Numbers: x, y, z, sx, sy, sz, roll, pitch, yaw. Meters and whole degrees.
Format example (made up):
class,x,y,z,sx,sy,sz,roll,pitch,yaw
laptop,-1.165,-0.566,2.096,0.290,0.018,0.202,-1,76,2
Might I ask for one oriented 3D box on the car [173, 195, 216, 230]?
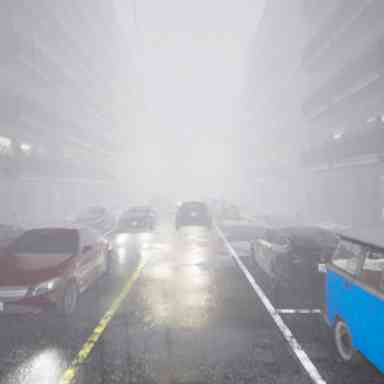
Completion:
class,x,y,z,sx,sy,sz,roll,pitch,yaw
car,0.099,1.275,20.404,2.097,1.767,4.553,0,0,0

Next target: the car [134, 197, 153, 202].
class,x,y,z,sx,sy,sz,roll,pitch,yaw
car,-5.702,1.395,36.181,1.752,1.417,4.829,0,0,0

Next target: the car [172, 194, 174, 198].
class,x,y,z,sx,sy,sz,roll,pitch,yaw
car,-5.705,1.184,75.015,1.967,1.590,4.097,-1,0,0

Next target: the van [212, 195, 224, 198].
class,x,y,z,sx,sy,sz,roll,pitch,yaw
van,2.678,1.210,36.339,1.690,1.788,3.998,-1,0,0

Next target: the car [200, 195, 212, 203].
class,x,y,z,sx,sy,sz,roll,pitch,yaw
car,2.678,1.329,63.955,2.008,1.369,4.403,-1,0,0

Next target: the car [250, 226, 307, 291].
class,x,y,z,sx,sy,sz,roll,pitch,yaw
car,2.682,1.533,8.722,1.947,1.339,4.313,0,0,0

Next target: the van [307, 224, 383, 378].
class,x,y,z,sx,sy,sz,roll,pitch,yaw
van,2.681,1.328,3.198,1.690,1.788,3.998,0,0,0

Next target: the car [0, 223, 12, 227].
class,x,y,z,sx,sy,sz,roll,pitch,yaw
car,-5.699,1.512,8.734,1.887,1.381,4.507,0,0,0

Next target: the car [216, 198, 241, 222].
class,x,y,z,sx,sy,sz,roll,pitch,yaw
car,2.680,1.432,25.462,1.752,1.417,4.829,-1,0,0

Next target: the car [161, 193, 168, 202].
class,x,y,z,sx,sy,sz,roll,pitch,yaw
car,-5.703,1.341,58.445,1.887,1.381,4.507,-1,0,0

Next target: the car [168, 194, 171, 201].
class,x,y,z,sx,sy,sz,roll,pitch,yaw
car,-5.703,1.323,63.968,1.887,1.381,4.507,-1,0,0

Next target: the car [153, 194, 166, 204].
class,x,y,z,sx,sy,sz,roll,pitch,yaw
car,-5.702,1.380,52.921,1.947,1.339,4.313,0,0,0

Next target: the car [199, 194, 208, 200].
class,x,y,z,sx,sy,sz,roll,pitch,yaw
car,2.676,1.277,80.526,2.008,1.369,4.403,-1,0,0

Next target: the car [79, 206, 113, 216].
class,x,y,z,sx,sy,sz,roll,pitch,yaw
car,-5.699,1.509,19.781,1.802,1.307,4.206,0,0,0

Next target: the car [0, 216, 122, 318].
class,x,y,z,sx,sy,sz,roll,pitch,yaw
car,-3.054,1.498,7.458,1.812,1.442,4.674,0,0,0

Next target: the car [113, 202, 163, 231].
class,x,y,z,sx,sy,sz,roll,pitch,yaw
car,-3.072,1.491,19.733,1.994,1.385,4.181,0,0,0

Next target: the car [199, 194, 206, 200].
class,x,y,z,sx,sy,sz,roll,pitch,yaw
car,2.676,1.235,86.220,1.752,1.417,4.829,-1,0,0
